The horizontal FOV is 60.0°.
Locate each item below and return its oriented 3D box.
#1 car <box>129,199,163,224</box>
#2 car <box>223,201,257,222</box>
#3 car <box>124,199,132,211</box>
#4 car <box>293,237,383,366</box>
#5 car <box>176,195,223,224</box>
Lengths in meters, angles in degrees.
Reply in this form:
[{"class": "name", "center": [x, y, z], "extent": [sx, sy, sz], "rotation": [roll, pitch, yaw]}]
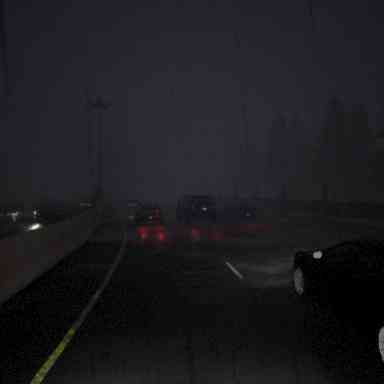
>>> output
[{"class": "car", "center": [-3.295, 1.519, 24.773], "extent": [2.128, 1.511, 4.902], "rotation": [0, 0, -13]}, {"class": "car", "center": [3.481, 1.487, 26.527], "extent": [1.882, 1.535, 5.008], "rotation": [0, 0, -13]}, {"class": "car", "center": [-7.531, 1.601, 42.139], "extent": [2.033, 1.411, 5.357], "rotation": [0, 0, -14]}, {"class": "car", "center": [3.258, 1.472, 5.455], "extent": [1.882, 1.535, 5.008], "rotation": [0, 0, -3]}, {"class": "car", "center": [0.241, 1.240, 25.121], "extent": [2.150, 2.045, 5.566], "rotation": [0, 0, -13]}]
